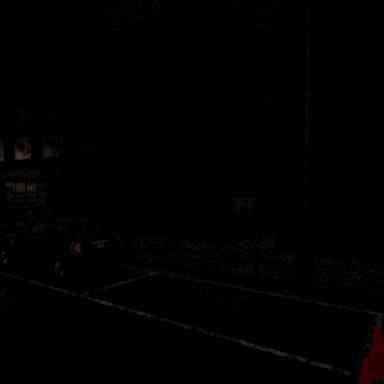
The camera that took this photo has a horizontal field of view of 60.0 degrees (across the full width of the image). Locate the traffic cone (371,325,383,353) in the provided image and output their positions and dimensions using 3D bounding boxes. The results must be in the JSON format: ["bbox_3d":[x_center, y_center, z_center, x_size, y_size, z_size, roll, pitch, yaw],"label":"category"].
[{"bbox_3d":[2.316,1.956,4.131,0.340,0.580,0.340,0,0,35],"label":"traffic cone"}]

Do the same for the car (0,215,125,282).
[{"bbox_3d":[-3.963,1.441,9.826,4.097,1.590,1.967,0,1,35],"label":"car"}]

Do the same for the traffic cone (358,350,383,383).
[{"bbox_3d":[1.739,1.956,3.315,0.340,0.580,0.340,0,0,35],"label":"traffic cone"}]
